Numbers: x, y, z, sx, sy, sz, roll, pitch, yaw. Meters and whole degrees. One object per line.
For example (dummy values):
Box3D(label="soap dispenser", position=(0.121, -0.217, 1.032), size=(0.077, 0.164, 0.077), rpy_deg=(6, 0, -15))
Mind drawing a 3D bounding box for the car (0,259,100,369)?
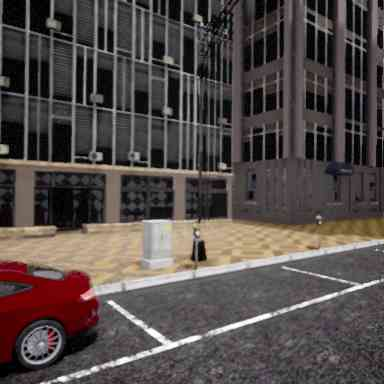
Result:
Box3D(label="car", position=(-3.305, 1.581, 4.193), size=(4.206, 1.307, 1.802), rpy_deg=(0, 0, -35))
